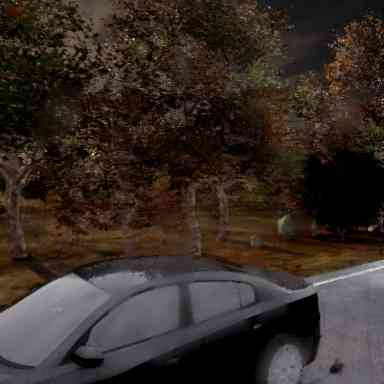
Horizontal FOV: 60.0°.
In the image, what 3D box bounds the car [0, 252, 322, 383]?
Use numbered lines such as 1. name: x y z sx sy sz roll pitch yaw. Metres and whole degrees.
1. car: -0.716 1.480 3.471 5.008 1.535 1.882 1 0 -35
